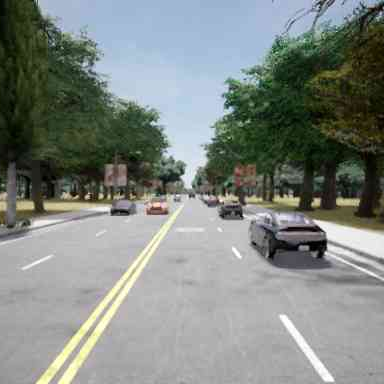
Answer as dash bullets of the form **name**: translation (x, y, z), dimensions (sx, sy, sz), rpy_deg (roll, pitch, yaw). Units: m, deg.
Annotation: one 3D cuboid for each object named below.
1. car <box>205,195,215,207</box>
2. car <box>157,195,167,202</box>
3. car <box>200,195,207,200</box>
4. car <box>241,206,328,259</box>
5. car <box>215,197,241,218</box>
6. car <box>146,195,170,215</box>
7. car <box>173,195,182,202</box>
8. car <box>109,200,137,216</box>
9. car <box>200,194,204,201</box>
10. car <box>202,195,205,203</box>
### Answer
- **car**: translation (3.247, 1.462, 48.978), dimensions (1.812, 1.442, 4.674), rpy_deg (0, 0, 0)
- **car**: translation (-6.504, 1.398, 73.115), dimensions (1.837, 1.490, 4.892), rpy_deg (0, 0, 0)
- **car**: translation (3.244, 1.528, 93.171), dimensions (1.801, 1.575, 5.366), rpy_deg (0, 0, 0)
- **car**: translation (3.350, 1.459, 12.368), dimensions (2.128, 1.511, 4.902), rpy_deg (0, 0, 0)
- **car**: translation (3.348, 1.450, 29.497), dimensions (1.837, 1.490, 4.892), rpy_deg (0, 0, 0)
- **car**: translation (-3.345, 1.295, 33.311), dimensions (2.097, 1.767, 4.553), rpy_deg (0, 0, 0)
- **car**: translation (-3.255, 1.520, 74.936), dimensions (2.128, 1.511, 4.902), rpy_deg (0, 0, 0)
- **car**: translation (-6.600, 1.490, 32.643), dimensions (2.033, 1.411, 5.357), rpy_deg (0, 0, 0)
- **car**: translation (3.245, 1.597, 71.010), dimensions (1.895, 1.301, 4.718), rpy_deg (0, 0, 0)
- **car**: translation (3.246, 1.560, 60.010), dimensions (1.895, 1.301, 4.718), rpy_deg (0, 0, 0)
